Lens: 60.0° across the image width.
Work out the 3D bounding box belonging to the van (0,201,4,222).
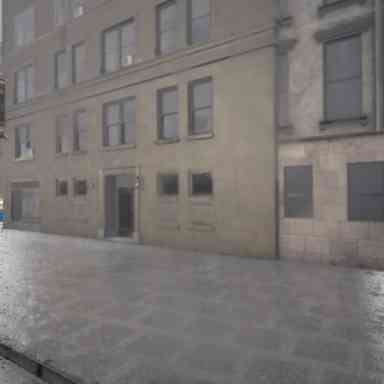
[{"bbox_3d":[-14.276,1.614,24.704,1.690,1.788,3.998,-1,-1,36],"label":"van"}]

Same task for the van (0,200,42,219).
[{"bbox_3d":[-17.804,1.710,34.304,1.690,1.788,3.998,-1,-1,36],"label":"van"}]
